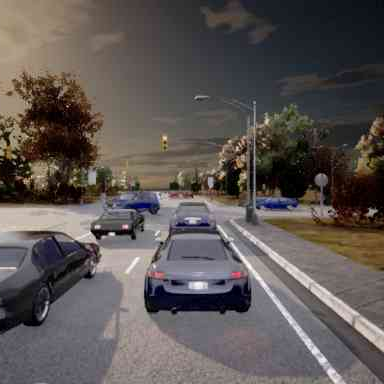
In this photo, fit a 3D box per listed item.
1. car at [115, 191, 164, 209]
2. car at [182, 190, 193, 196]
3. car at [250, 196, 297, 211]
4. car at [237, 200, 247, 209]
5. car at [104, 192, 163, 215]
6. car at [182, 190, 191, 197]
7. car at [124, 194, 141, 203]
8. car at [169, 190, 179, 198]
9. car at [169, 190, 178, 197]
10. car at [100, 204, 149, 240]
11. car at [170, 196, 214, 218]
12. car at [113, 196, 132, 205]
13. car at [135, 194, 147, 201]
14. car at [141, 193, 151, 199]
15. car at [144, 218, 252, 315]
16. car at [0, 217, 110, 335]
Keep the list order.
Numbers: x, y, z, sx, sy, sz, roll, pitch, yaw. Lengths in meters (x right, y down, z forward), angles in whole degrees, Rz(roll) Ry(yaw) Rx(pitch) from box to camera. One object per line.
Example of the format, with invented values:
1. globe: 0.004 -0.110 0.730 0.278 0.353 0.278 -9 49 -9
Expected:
1. car: -6.194 0.975 39.606 5.566 2.045 2.150 0 0 -3
2. car: -0.855 0.559 83.345 2.150 2.045 5.566 0 1 -4
3. car: 9.103 1.249 36.939 5.008 1.535 1.882 0 0 -6
4. car: 8.067 1.222 40.760 5.008 1.535 1.882 0 0 2
5. car: -5.132 1.051 28.990 2.150 2.045 5.566 0 0 33
6. car: -1.682 0.385 93.992 2.097 1.767 4.553 0 1 -7
7. car: -10.860 1.084 61.162 2.128 1.511 4.902 0 0 0
8. car: -4.329 0.576 82.857 2.150 2.045 5.566 0 1 -3
9. car: -5.170 0.426 93.598 2.150 2.045 5.566 0 1 -7
10. car: -3.493 1.516 16.578 1.895 1.301 4.718 0 0 -1
11. car: 0.028 1.270 16.259 2.097 1.767 4.553 0 0 0
12. car: -10.840 1.264 52.060 1.895 1.301 4.718 0 0 0
13. car: -10.913 1.089 71.119 1.895 1.301 4.718 0 1 -1
14. car: -11.269 0.890 81.396 1.812 1.442 4.674 0 1 -2
15. car: 0.074 1.540 7.625 1.994 1.385 4.181 0 0 -1
16. car: -3.423 1.527 6.933 2.033 1.411 5.357 0 0 -1
